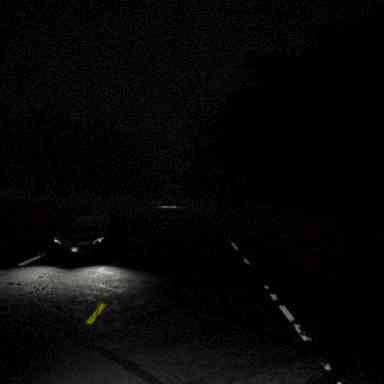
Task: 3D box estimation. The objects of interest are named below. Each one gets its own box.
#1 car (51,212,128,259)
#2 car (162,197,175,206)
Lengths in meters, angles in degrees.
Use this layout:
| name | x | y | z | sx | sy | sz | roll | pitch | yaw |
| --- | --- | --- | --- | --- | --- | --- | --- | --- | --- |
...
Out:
| name | x | y | z | sx | sy | sz | roll | pitch | yaw |
| --- | --- | --- | --- | --- | --- | --- | --- | --- | --- |
| car | -3.605 | 1.500 | 12.537 | 1.812 | 1.442 | 4.674 | 0 | 0 | 0 |
| car | -3.697 | 1.549 | 53.481 | 2.033 | 1.411 | 5.357 | 0 | 0 | 0 |
